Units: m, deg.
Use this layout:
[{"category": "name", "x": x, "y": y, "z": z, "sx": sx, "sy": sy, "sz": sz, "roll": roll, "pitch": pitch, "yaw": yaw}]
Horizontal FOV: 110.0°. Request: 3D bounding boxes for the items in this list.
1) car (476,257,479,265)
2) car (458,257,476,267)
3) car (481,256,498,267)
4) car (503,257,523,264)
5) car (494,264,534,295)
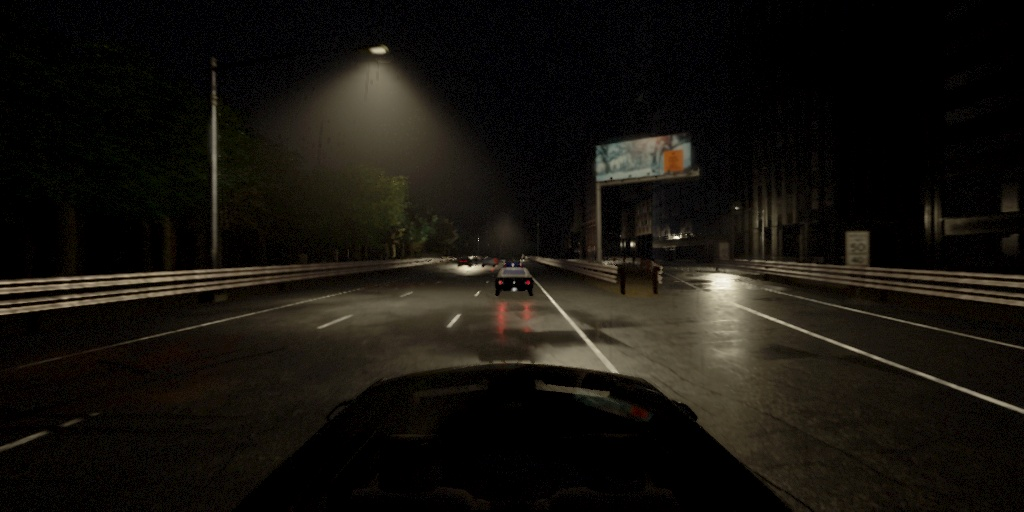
[{"category": "car", "x": -7.001, "y": 0.864, "z": 64.290, "sx": 2.128, "sy": 1.511, "sz": 4.902, "roll": 0, "pitch": 0, "yaw": 0}, {"category": "car", "x": -7.002, "y": 0.939, "z": 54.032, "sx": 1.837, "sy": 1.490, "sz": 4.892, "roll": 0, "pitch": 0, "yaw": 0}, {"category": "car", "x": -3.502, "y": 0.961, "z": 54.033, "sx": 1.812, "sy": 1.442, "sz": 4.674, "roll": 0, "pitch": 0, "yaw": 0}, {"category": "car", "x": 0.099, "y": 0.893, "z": 37.611, "sx": 2.097, "sy": 1.767, "sz": 4.553, "roll": 0, "pitch": 0, "yaw": 0}, {"category": "car", "x": 0.106, "y": 1.263, "z": 18.944, "sx": 1.895, "sy": 1.301, "sz": 4.718, "roll": 0, "pitch": 0, "yaw": 0}]
